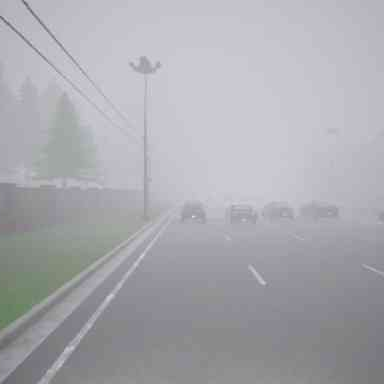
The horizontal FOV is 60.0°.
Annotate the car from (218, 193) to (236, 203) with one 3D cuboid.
[{"bbox_3d":[7.021,1.236,67.696,2.150,2.045,5.566,0,0,0],"label":"car"}]

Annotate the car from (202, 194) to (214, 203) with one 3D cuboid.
[{"bbox_3d":[3.521,1.515,67.667,1.837,1.490,4.892,0,0,0],"label":"car"}]

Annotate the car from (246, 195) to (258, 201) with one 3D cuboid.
[{"bbox_3d":[14.024,1.391,78.084,2.033,1.411,5.357,0,0,0],"label":"car"}]

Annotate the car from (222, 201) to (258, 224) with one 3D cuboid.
[{"bbox_3d":[3.609,1.607,25.154,1.895,1.301,4.718,0,0,0],"label":"car"}]

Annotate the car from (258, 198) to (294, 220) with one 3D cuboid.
[{"bbox_3d":[7.095,1.532,27.696,1.812,1.442,4.674,0,0,0],"label":"car"}]

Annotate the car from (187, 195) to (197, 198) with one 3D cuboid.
[{"bbox_3d":[0.021,1.367,68.022,2.097,1.767,4.553,0,0,0],"label":"car"}]

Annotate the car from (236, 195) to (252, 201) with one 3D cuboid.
[{"bbox_3d":[10.521,1.608,68.112,1.895,1.301,4.718,0,0,0],"label":"car"}]

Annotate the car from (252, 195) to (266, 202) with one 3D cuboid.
[{"bbox_3d":[14.021,1.509,67.664,1.837,1.490,4.892,0,0,0],"label":"car"}]

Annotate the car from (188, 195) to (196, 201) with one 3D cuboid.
[{"bbox_3d":[0.024,1.404,78.088,1.994,1.385,4.181,0,0,0],"label":"car"}]

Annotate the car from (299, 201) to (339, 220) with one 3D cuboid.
[{"bbox_3d":[10.608,1.484,28.158,1.882,1.535,5.008,0,0,0],"label":"car"}]

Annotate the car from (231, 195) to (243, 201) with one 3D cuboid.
[{"bbox_3d":[10.524,1.376,78.085,2.128,1.511,4.902,0,0,0],"label":"car"}]

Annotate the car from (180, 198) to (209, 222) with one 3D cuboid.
[{"bbox_3d":[0.109,1.511,26.592,1.837,1.490,4.892,0,0,0],"label":"car"}]

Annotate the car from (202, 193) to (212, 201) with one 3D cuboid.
[{"bbox_3d":[3.524,1.207,78.057,2.097,1.767,4.553,0,0,0],"label":"car"}]

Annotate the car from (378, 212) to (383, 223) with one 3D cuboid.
[{"bbox_3d":[14.107,1.552,21.097,2.033,1.411,5.357,0,0,0],"label":"car"}]
